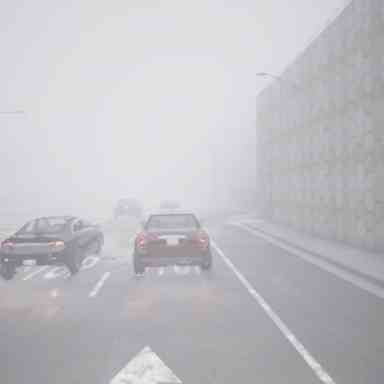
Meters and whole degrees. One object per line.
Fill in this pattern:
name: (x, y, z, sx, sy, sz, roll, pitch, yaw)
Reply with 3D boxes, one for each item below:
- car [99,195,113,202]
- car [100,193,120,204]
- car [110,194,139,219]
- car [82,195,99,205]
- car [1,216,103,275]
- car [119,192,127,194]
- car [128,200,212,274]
car: (-19.272, 1.443, 74.890, 2.033, 1.411, 5.357, -1, 0, -4)
car: (-14.731, 1.420, 59.838, 1.837, 1.490, 4.892, -1, 0, -3)
car: (-5.399, 1.284, 28.679, 2.097, 1.767, 4.553, -1, 0, -4)
car: (-18.224, 1.323, 59.617, 2.097, 1.767, 4.553, -1, 0, -3)
car: (-4.128, 1.500, 10.561, 2.128, 1.511, 4.902, -1, 0, -4)
car: (-15.801, 1.071, 75.343, 2.150, 2.045, 5.566, -1, 0, -4)
car: (-0.632, 1.305, 10.714, 2.097, 1.767, 4.553, -1, 0, -4)
